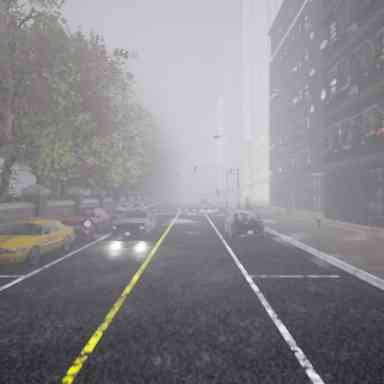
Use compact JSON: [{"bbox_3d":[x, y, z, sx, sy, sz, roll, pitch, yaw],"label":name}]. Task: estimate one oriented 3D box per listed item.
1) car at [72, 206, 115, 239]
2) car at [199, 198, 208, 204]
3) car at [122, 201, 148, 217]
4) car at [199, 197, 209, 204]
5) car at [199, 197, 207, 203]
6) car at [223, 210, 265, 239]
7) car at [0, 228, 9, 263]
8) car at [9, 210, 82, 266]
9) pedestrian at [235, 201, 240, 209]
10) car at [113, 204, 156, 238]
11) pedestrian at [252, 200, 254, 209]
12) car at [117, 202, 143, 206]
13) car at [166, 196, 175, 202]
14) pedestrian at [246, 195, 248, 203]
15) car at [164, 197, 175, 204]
[{"bbox_3d":[-5.686,1.527,17.547,1.967,1.590,4.097,0,0,0],"label":"car"},{"bbox_3d":[2.698,1.984,77.712,1.947,1.339,4.313,0,0,0],"label":"car"},{"bbox_3d":[-5.814,1.716,34.162,1.887,1.381,4.507,0,0,0],"label":"car"},{"bbox_3d":[2.697,1.950,72.079,1.947,1.339,4.313,0,0,0],"label":"car"},{"bbox_3d":[2.698,2.018,83.344,1.947,1.339,4.313,0,0,0],"label":"car"},{"bbox_3d":[2.694,1.637,17.548,2.008,1.369,4.403,0,0,0],"label":"car"},{"bbox_3d":[-5.687,1.614,6.469,1.802,1.307,4.206,0,0,0],"label":"car"},{"bbox_3d":[-5.687,1.583,11.837,1.752,1.417,4.829,0,0,0],"label":"car"},{"bbox_3d":[6.139,1.740,44.635,0.500,1.100,0.500,0,-1,0],"label":"pedestrian"},{"bbox_3d":[-3.098,1.640,18.659,2.033,1.411,5.357,0,0,0],"label":"car"},{"bbox_3d":[8.139,1.632,44.035,0.500,1.100,0.500,0,-1,0],"label":"pedestrian"},{"bbox_3d":[-5.763,1.693,28.622,2.008,1.369,4.403,0,0,0],"label":"car"},{"bbox_3d":[-5.681,1.927,88.978,1.967,1.590,4.097,0,0,0],"label":"car"},{"bbox_3d":[7.138,1.325,43.438,0.375,1.860,0.375,0,-1,0],"label":"pedestrian"},{"bbox_3d":[-5.683,2.000,77.712,1.802,1.307,4.206,0,0,0],"label":"car"}]
